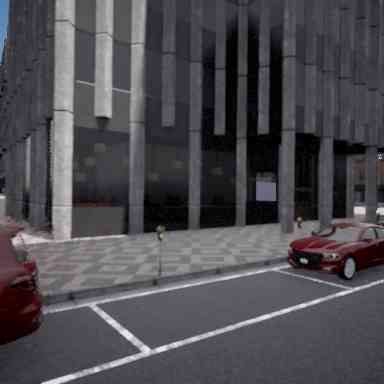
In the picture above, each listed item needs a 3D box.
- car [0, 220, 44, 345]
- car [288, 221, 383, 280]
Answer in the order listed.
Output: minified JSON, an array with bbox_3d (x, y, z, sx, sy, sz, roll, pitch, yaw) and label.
[{"bbox_3d":[-4.331,1.305,3.664,5.009,1.841,2.192,0,0,-35],"label":"car"},{"bbox_3d":[4.825,1.610,10.195,4.507,1.381,1.887,0,0,-35],"label":"car"}]
